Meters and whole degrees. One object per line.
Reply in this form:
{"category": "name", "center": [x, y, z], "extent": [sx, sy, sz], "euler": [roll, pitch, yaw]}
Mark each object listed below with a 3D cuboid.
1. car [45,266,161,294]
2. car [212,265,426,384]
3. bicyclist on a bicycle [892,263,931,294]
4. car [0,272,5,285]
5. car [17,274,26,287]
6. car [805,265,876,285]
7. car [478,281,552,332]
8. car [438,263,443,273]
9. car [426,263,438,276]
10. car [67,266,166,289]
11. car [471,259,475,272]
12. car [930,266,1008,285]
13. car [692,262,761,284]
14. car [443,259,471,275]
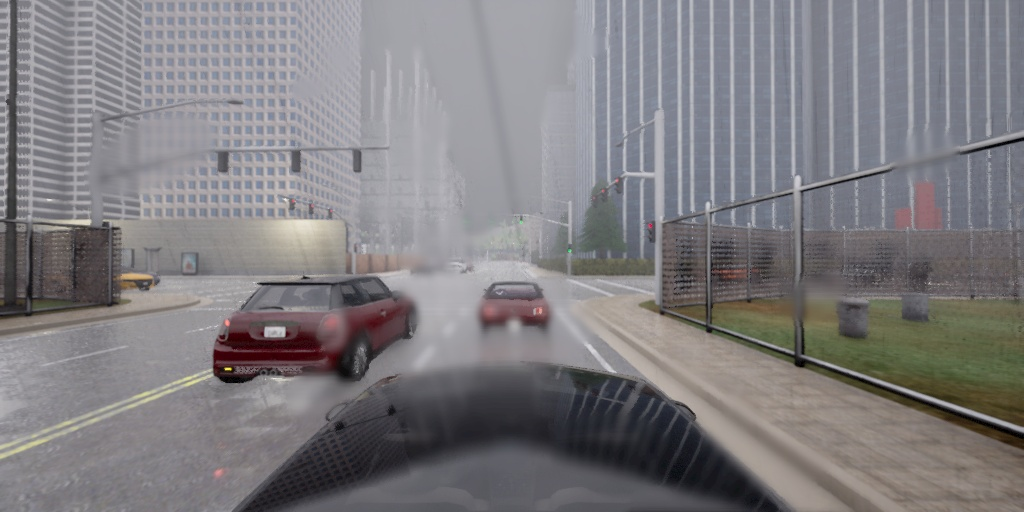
{"category": "car", "center": [-23.733, 1.335, 20.779], "extent": [5.008, 1.535, 1.882], "euler": [0, 0, 0]}
{"category": "car", "center": [-3.433, 1.149, 7.337], "extent": [2.097, 1.767, 4.553], "euler": [0, -1, 0]}
{"category": "bicyclist on a bicycle", "center": [18.798, 1.125, 16.925], "extent": [0.582, 1.620, 1.656], "euler": [0, -1, 0]}
{"category": "car", "center": [-33.310, 1.335, 20.796], "extent": [5.008, 1.535, 1.882], "euler": [0, 0, 0]}
{"category": "car", "center": [-36.270, 1.435, 24.302], "extent": [5.357, 1.411, 2.033], "euler": [0, 0, 0]}
{"category": "car", "center": [25.470, 1.444, 27.884], "extent": [4.674, 1.442, 1.812], "euler": [0, 0, 0]}
{"category": "car", "center": [0.080, 1.432, 11.146], "extent": [1.895, 1.301, 4.718], "euler": [0, 0, 0]}
{"category": "car", "center": [-10.618, 1.734, 52.808], "extent": [2.033, 1.411, 5.357], "euler": [0, 0, 0]}
{"category": "car", "center": [-10.618, 1.705, 43.208], "extent": [1.895, 1.301, 4.718], "euler": [0, 0, 0]}
{"category": "car", "center": [-26.679, 1.413, 24.284], "extent": [4.674, 1.442, 1.812], "euler": [0, 0, 0]}
{"category": "car", "center": [-7.108, 1.699, 56.868], "extent": [1.882, 1.535, 5.008], "euler": [0, 0, 0]}
{"category": "car", "center": [35.423, 1.482, 27.857], "extent": [4.181, 1.385, 1.994], "euler": [0, 0, 1]}
{"category": "car", "center": [16.583, 1.270, 27.910], "extent": [4.553, 1.767, 2.097], "euler": [0, 0, 0]}
{"category": "car", "center": [-7.121, 1.357, 46.878], "extent": [2.150, 2.045, 5.566], "euler": [0, 0, 0]}
